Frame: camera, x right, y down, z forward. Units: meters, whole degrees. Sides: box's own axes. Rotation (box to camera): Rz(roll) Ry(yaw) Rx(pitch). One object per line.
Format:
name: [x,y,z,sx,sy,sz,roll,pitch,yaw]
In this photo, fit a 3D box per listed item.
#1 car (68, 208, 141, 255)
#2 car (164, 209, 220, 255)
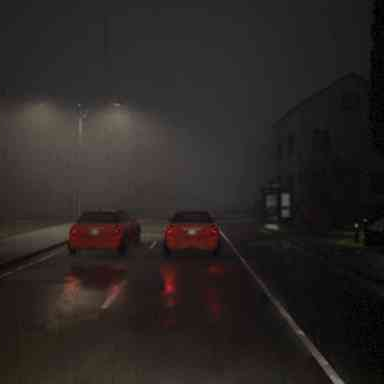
car: [-3.493,1.483,14.092,2.097,1.767,4.553,0,-1,0]
car: [0.007,1.483,14.091,2.097,1.767,4.553,0,-1,0]
